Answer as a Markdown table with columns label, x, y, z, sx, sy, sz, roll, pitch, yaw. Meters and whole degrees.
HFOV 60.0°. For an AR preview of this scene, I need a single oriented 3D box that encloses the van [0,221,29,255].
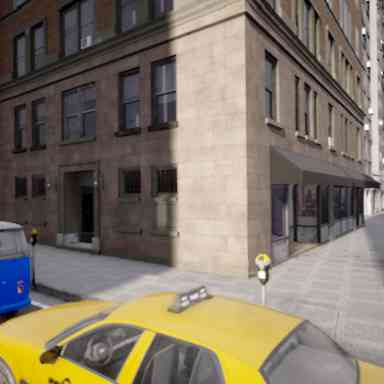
| label | x | y | z | sx | sy | sz | roll | pitch | yaw |
| --- | --- | --- | --- | --- | --- | --- | --- | --- | --- |
| van | -4.699 | 1.368 | 6.227 | 3.998 | 1.788 | 1.690 | 0 | -1 | 36 |

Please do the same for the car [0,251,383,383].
| label | x | y | z | sx | sy | sz | roll | pitch | yaw |
| --- | --- | --- | --- | --- | --- | --- | --- | --- | --- |
| car | -0.225 | 1.532 | 3.021 | 4.829 | 1.417 | 1.752 | 0 | -1 | 36 |
